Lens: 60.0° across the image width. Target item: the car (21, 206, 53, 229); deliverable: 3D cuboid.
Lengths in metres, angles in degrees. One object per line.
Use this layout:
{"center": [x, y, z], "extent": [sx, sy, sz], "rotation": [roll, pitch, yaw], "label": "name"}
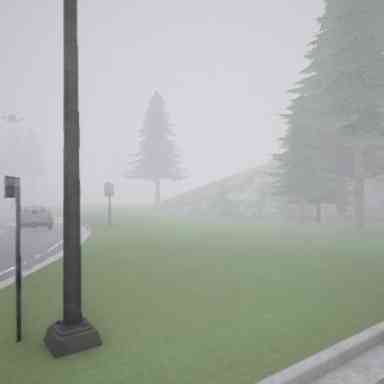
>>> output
{"center": [-9.834, 1.535, 20.770], "extent": [1.994, 1.385, 4.181], "rotation": [0, 0, -25], "label": "car"}
